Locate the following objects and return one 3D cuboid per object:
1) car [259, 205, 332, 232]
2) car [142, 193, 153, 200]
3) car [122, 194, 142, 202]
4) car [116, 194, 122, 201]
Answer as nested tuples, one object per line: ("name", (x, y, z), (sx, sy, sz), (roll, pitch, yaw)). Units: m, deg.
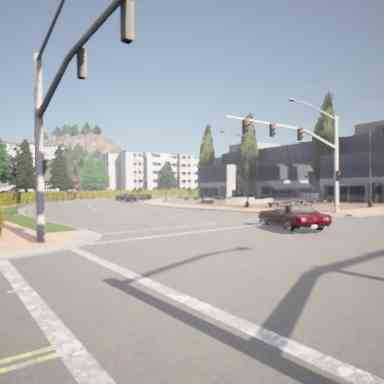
("car", (5.379, 1.334, 18.160), (1.895, 1.301, 4.718), (-1, 1, -13))
("car", (-9.664, 0.975, 69.071), (1.994, 1.385, 4.181), (-1, 1, 17))
("car", (-10.591, 1.045, 59.080), (1.837, 1.490, 4.892), (-1, 1, -1))
("car", (-13.754, 1.032, 66.765), (1.812, 1.442, 4.674), (-1, 1, 10))
